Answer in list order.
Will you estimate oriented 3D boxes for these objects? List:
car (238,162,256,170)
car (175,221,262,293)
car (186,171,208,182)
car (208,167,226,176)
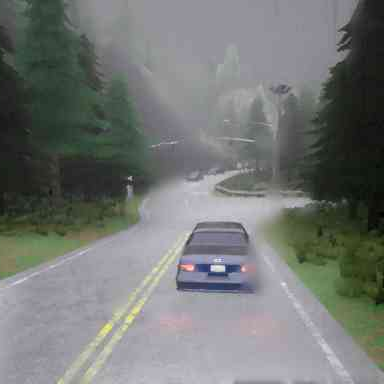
[{"bbox_3d":[11.875,-5.480,71.018,4.892,1.490,1.837,-9,9,-36],"label":"car"},{"bbox_3d":[0.727,1.498,8.876,2.033,1.411,5.357,0,0,5],"label":"car"},{"bbox_3d":[0.565,-2.568,55.101,1.837,1.490,4.892,2,10,19],"label":"car"},{"bbox_3d":[4.636,-4.049,63.644,2.128,1.511,4.902,4,10,36],"label":"car"}]
